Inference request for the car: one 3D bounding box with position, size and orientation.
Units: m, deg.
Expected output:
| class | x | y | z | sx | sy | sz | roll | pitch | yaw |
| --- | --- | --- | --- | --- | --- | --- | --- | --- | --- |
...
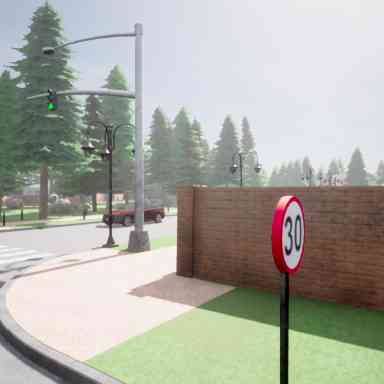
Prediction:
| class | x | y | z | sx | sy | sz | roll | pitch | yaw |
| --- | --- | --- | --- | --- | --- | --- | --- | --- | --- |
| car | -3.957 | 1.464 | 23.114 | 1.882 | 1.535 | 5.008 | 0 | 0 | 35 |
